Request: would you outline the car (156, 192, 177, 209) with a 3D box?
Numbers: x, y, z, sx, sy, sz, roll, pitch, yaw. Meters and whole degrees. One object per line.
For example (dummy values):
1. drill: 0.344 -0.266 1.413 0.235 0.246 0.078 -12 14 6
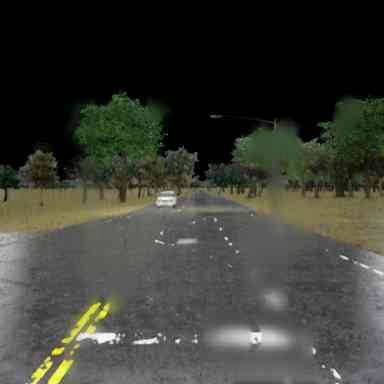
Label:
1. car: -3.034 0.974 40.935 2.150 2.045 5.566 0 1 2
